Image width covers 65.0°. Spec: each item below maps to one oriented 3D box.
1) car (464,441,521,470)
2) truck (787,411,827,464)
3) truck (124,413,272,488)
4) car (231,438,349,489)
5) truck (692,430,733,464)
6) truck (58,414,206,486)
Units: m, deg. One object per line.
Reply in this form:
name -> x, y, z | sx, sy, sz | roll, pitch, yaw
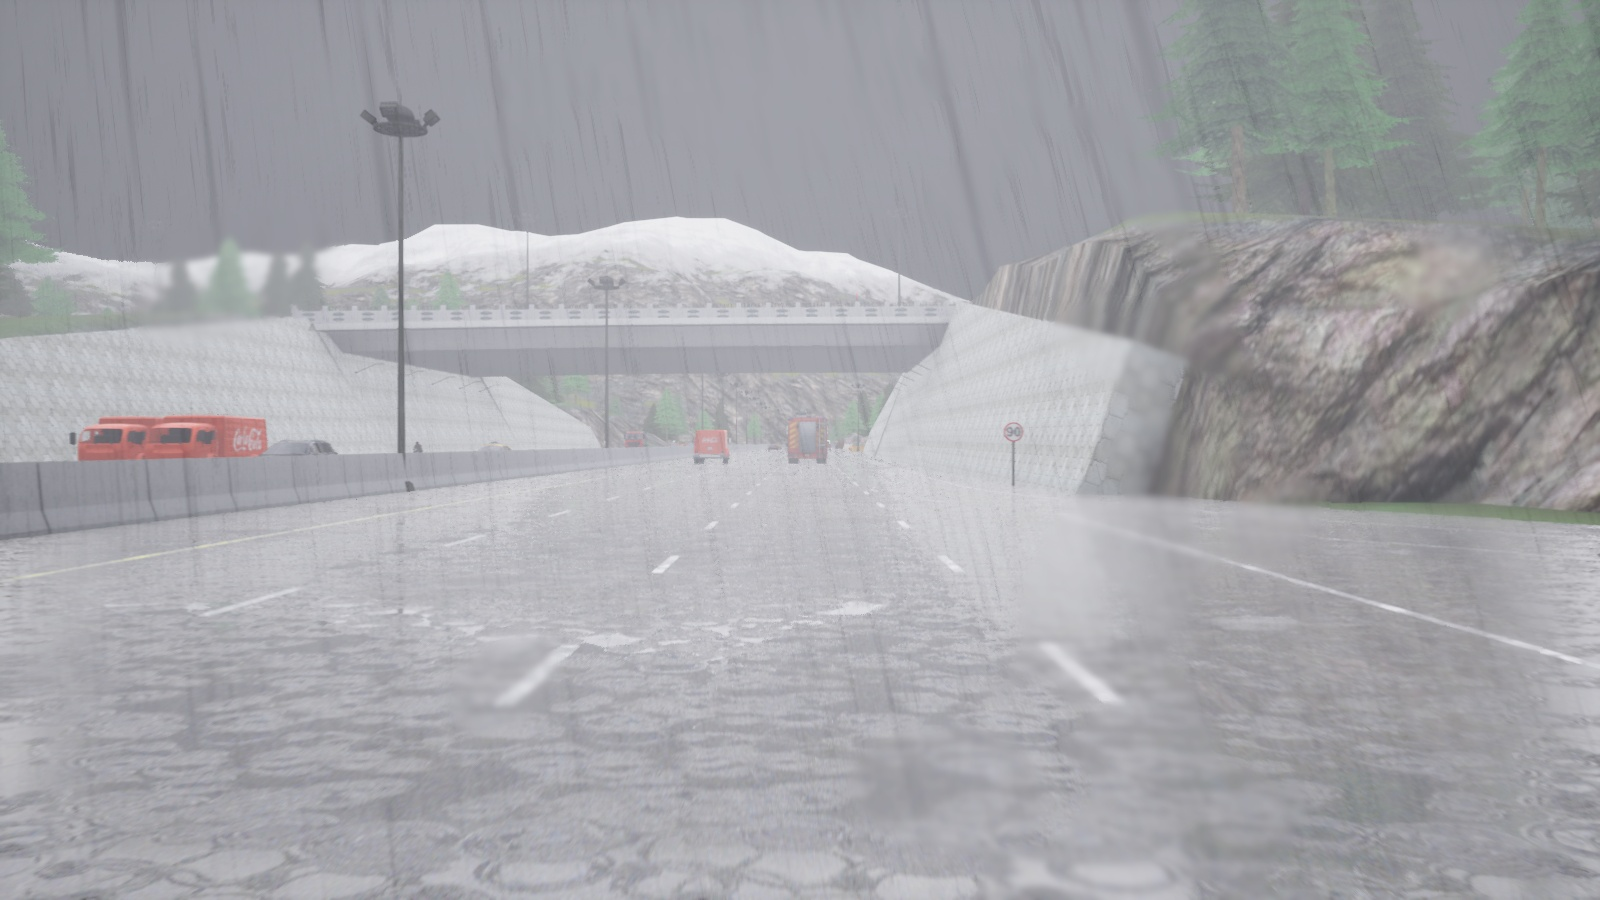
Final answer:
car -> -17.087, 0.278, 70.050 | 1.801, 1.575, 5.366 | 0, 0, 0
truck -> 0.555, -0.950, 94.713 | 2.891, 3.827, 8.468 | 0, 0, 0
truck -> -20.737, -0.002, 43.593 | 2.627, 2.467, 5.204 | 0, 0, 0
car -> -17.242, 0.422, 42.736 | 2.033, 1.649, 4.856 | 0, 0, 0
truck -> -6.455, -0.264, 93.069 | 2.627, 2.467, 5.204 | 0, 1, 0
truck -> -24.224, -0.017, 45.829 | 2.627, 2.467, 5.204 | 0, 0, 0
